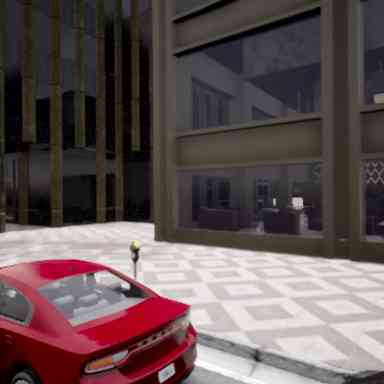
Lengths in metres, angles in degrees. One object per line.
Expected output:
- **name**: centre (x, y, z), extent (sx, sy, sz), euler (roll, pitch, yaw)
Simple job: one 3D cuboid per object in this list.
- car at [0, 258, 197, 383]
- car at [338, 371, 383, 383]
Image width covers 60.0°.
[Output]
- **car**: centre (-2.056, 1.586, 4.427), extent (4.507, 1.381, 1.887), euler (-1, 0, 35)
- **car**: centre (2.520, 1.551, 1.167), extent (4.313, 1.339, 1.947), euler (-1, 0, 35)
